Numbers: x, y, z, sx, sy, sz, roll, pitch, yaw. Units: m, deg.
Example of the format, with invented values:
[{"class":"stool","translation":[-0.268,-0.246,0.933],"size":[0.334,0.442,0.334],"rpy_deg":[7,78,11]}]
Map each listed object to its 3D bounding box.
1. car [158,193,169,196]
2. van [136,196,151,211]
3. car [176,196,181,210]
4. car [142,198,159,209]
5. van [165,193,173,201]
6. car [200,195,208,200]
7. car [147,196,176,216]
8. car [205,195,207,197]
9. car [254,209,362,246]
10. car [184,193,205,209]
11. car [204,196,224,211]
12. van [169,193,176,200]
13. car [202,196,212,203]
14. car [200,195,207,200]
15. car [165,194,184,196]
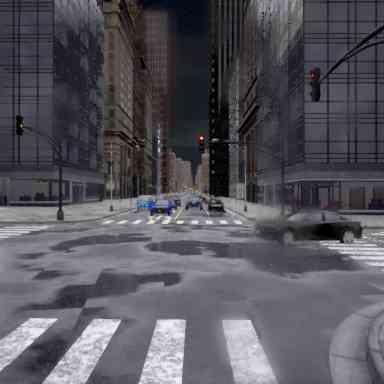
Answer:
[{"class":"car","translation":[-5.571,1.384,57.319],"size":[1.967,1.590,4.097],"rpy_deg":[0,0,0]},{"class":"van","translation":[-5.668,1.312,40.373],"size":[1.690,1.788,3.998],"rpy_deg":[0,0,0]},{"class":"car","translation":[-2.876,1.532,42.834],"size":[1.994,1.385,4.181],"rpy_deg":[0,0,1]},{"class":"car","translation":[-5.637,1.546,46.022],"size":[1.802,1.307,4.206],"rpy_deg":[0,0,0]},{"class":"van","translation":[-5.439,1.230,79.914],"size":[1.690,1.788,3.998],"rpy_deg":[0,0,0]},{"class":"car","translation":[3.117,1.455,85.517],"size":[1.802,1.307,4.206],"rpy_deg":[0,0,0]},{"class":"car","translation":[-2.948,1.457,32.875],"size":[1.882,1.535,5.008],"rpy_deg":[0,0,0]},{"class":"car","translation":[2.953,1.526,57.272],"size":[1.802,1.307,4.206],"rpy_deg":[0,0,0]},{"class":"car","translation":[5.335,1.558,15.321],"size":[5.008,1.535,1.882],"rpy_deg":[1,-1,-15]},{"class":"car","translation":[0.301,1.317,44.689],"size":[2.097,1.767,4.553],"rpy_deg":[0,0,0]},{"class":"car","translation":[2.856,1.537,40.325],"size":[1.947,1.339,4.313],"rpy_deg":[0,0,0]},{"class":"van","translation":[-5.374,1.198,91.210],"size":[1.690,1.788,3.998],"rpy_deg":[0,0,0]},{"class":"car","translation":[3.019,1.464,68.570],"size":[1.887,1.381,4.507],"rpy_deg":[0,0,0]},{"class":"car","translation":[3.149,1.407,91.165],"size":[2.008,1.369,4.403],"rpy_deg":[0,0,0]},{"class":"car","translation":[-2.748,1.499,53.187],"size":[2.033,1.411,5.357],"rpy_deg":[0,0,1]}]
